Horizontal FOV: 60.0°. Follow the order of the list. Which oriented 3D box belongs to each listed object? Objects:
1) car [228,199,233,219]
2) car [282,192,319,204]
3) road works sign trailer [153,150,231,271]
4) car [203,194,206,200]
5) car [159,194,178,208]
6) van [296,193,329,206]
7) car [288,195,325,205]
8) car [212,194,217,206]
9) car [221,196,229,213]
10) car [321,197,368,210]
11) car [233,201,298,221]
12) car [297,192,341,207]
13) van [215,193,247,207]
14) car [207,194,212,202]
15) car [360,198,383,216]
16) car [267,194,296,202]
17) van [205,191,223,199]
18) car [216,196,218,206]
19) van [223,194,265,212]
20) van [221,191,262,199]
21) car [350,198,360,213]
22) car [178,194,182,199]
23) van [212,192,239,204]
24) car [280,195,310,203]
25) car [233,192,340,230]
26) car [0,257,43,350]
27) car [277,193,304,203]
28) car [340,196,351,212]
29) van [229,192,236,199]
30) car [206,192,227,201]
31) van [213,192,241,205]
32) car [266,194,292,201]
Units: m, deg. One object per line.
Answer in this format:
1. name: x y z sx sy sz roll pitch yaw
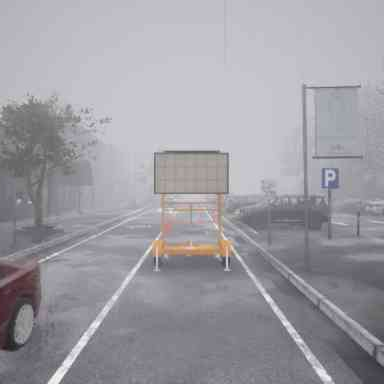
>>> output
1. car: 5.500 1.452 23.388 5.366 1.575 1.946 0 0 0
2. car: 18.678 1.019 57.587 5.566 2.045 2.435 0 1 0
3. road works sign trailer: -0.026 0.458 10.842 2.380 3.560 2.880 0 0 -1
4. car: 5.505 0.915 68.247 5.566 2.045 2.435 0 1 0
5. car: -3.440 1.355 45.833 2.128 1.511 4.902 0 0 0
6. van: 18.785 1.099 52.037 4.442 1.987 1.878 0 1 0
7. car: 18.845 1.295 54.814 5.366 1.575 1.946 0 1 0
8. car: 5.616 1.378 45.821 4.892 1.521 2.231 0 0 0
9. car: 5.651 1.440 31.798 5.008 1.535 2.097 0 0 0
10. car: 18.676 1.441 40.928 4.792 1.488 2.163 0 0 0
11. car: 5.678 1.490 26.192 4.674 1.452 2.002 0 0 0
12. car: 18.706 1.100 49.261 5.566 2.045 2.435 0 1 0
13. van: 5.716 1.130 48.627 4.442 1.987 1.878 0 0 0
14. car: 5.562 1.078 51.427 5.566 2.045 2.435 0 1 0
15. car: 18.714 1.193 29.826 5.566 2.045 2.435 0 0 0
16. car: 18.427 1.160 68.691 5.366 1.575 1.946 0 1 0
17. van: 5.370 0.805 82.263 4.442 1.987 1.878 0 1 0
18. car: 5.657 1.443 40.211 4.792 1.488 2.163 0 0 0
19. van: 5.754 1.198 37.407 4.442 1.987 1.878 0 0 0
20. van: 5.531 1.208 34.605 4.442 1.987 1.878 0 0 0
21. car: 18.728 1.441 32.601 4.892 1.521 2.231 0 0 0
22. car: -3.419 1.138 84.250 1.895 1.301 4.718 0 1 0
23. van: 5.688 1.049 57.035 4.442 1.987 1.878 0 1 0
24. car: 18.611 1.273 60.365 4.792 1.488 2.163 0 1 0
25. car: 5.666 1.209 20.585 5.566 2.045 2.435 0 0 0
26. car: -3.356 1.479 3.370 1.882 1.535 5.008 0 0 0
27. car: 18.661 1.091 63.141 4.553 1.767 2.185 0 1 0
28. car: 18.719 1.432 35.379 5.008 1.535 2.097 0 0 0
29. van: 5.783 1.219 28.995 4.442 1.987 1.878 0 0 0
30. car: 5.483 0.986 73.854 4.553 1.767 2.185 0 1 0
31. van: 5.697 1.076 54.232 4.442 1.987 1.878 0 1 0
32. car: 18.608 1.138 71.468 4.892 1.521 2.231 0 1 0
